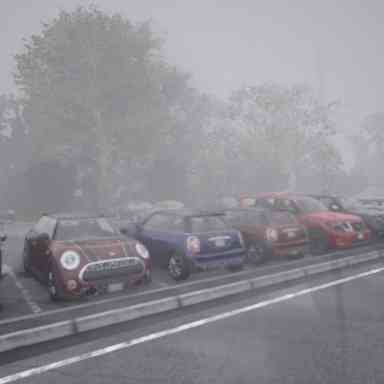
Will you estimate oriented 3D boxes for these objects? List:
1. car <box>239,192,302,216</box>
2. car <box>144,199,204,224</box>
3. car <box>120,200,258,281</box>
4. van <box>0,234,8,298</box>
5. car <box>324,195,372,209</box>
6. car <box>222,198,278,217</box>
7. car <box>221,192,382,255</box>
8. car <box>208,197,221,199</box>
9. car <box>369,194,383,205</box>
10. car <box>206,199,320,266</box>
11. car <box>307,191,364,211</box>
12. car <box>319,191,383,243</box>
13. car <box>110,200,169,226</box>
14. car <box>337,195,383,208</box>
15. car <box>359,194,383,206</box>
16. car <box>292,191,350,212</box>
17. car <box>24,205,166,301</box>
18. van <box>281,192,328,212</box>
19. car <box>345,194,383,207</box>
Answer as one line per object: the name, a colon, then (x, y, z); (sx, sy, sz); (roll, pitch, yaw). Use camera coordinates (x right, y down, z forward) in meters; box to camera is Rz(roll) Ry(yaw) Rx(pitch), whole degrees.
car: (7.384, 1.037, 31.910); (2.435, 2.045, 5.566); (-1, 0, -36)
car: (-1.521, 1.370, 25.278); (1.946, 1.575, 5.366); (-1, 0, -36)
car: (-0.519, 1.308, 10.104); (2.185, 1.767, 4.553); (-1, 0, -36)
van: (-5.030, 1.250, 6.772); (1.878, 1.987, 4.442); (-1, 0, -36)
car: (18.675, 1.201, 39.984); (2.163, 1.488, 4.792); (-1, 0, -36)
car: (5.162, 1.339, 30.250); (2.163, 1.488, 4.792); (-1, 0, -36)
car: (4.039, 1.139, 13.367); (2.435, 2.045, 5.566); (-1, 0, -36)
car: (2.867, 1.205, 28.682); (2.185, 1.767, 4.553); (-1, 0, -36)
car: (27.731, 1.027, 46.418); (2.231, 1.521, 4.892); (-1, 1, -36)
car: (1.761, 1.286, 11.734); (2.185, 1.767, 4.553); (-1, 0, -36)
car: (16.449, 0.948, 38.322); (2.435, 2.045, 5.566); (-1, 0, -36)
car: (6.319, 1.118, 14.997); (2.435, 2.045, 5.566); (-1, 0, -36)
car: (-3.890, 1.395, 23.818); (2.231, 1.521, 4.892); (-1, 0, -36)
car: (20.972, 1.171, 41.556); (2.163, 1.488, 4.792); (-1, 0, -36)
car: (25.471, 1.066, 44.803); (2.097, 1.535, 5.008); (-1, 1, -36)
car: (14.157, 0.974, 36.753); (2.435, 2.045, 5.566); (-1, 0, -36)
car: (-2.835, 1.329, 8.524); (2.185, 1.767, 4.553); (-1, 0, -36)
van: (11.848, 1.021, 35.210); (1.878, 1.987, 4.442); (-1, 0, -36)
car: (23.102, 1.101, 43.342); (1.946, 1.575, 5.366); (-1, 1, -36)
